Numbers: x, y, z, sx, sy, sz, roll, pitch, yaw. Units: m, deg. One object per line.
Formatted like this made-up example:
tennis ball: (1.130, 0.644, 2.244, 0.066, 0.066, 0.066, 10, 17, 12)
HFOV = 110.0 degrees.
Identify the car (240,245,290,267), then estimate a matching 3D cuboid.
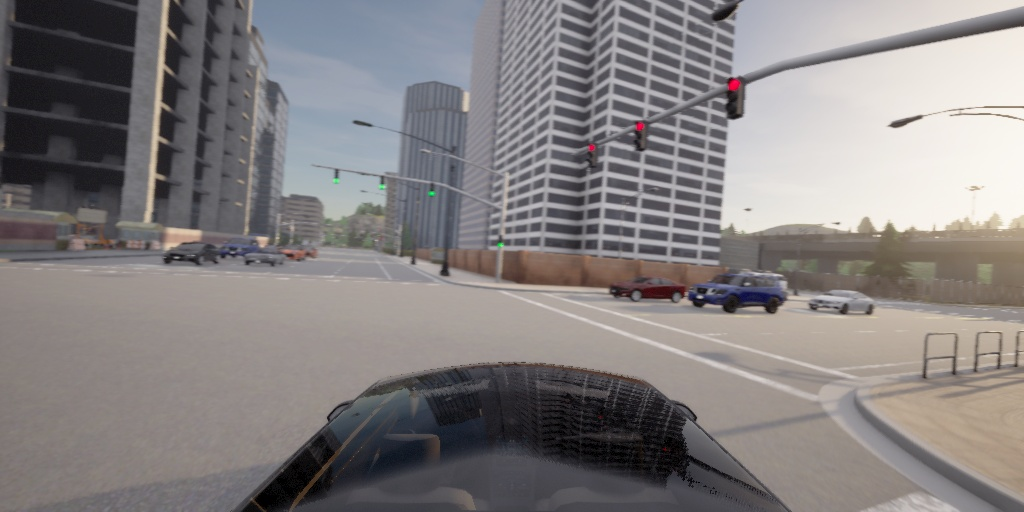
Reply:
car: (-19.298, 0.070, 28.187, 1.895, 1.301, 4.718, 4, 0, -22)

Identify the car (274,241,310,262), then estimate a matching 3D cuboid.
car: (-23.040, -0.406, 37.568, 2.097, 1.767, 4.553, 4, 0, -22)

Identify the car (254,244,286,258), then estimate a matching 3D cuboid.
car: (-29.055, -0.622, 43.260, 2.033, 1.411, 5.357, 4, 0, -22)

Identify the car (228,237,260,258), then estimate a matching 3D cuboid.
car: (-25.148, -0.713, 33.450, 2.150, 2.045, 5.566, 4, 0, -24)

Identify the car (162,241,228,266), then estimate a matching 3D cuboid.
car: (-21.493, -0.209, 24.308, 1.837, 1.490, 4.892, 4, 0, -22)

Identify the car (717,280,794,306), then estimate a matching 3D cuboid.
car: (17.411, 2.648, 25.605, 4.902, 1.511, 2.128, 4, 0, -22)

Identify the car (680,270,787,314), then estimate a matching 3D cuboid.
car: (12.382, 1.976, 19.760, 5.566, 2.045, 2.150, 4, 0, -23)

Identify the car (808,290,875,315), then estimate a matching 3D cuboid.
car: (21.760, 2.991, 23.601, 4.674, 1.442, 1.812, 4, 0, -22)

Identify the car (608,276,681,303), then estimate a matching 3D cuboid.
car: (8.242, 1.939, 21.844, 5.008, 1.535, 1.882, 4, 0, -22)

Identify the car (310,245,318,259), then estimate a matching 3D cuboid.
car: (-26.730, -0.628, 46.921, 2.097, 1.767, 4.553, 4, 0, -22)
